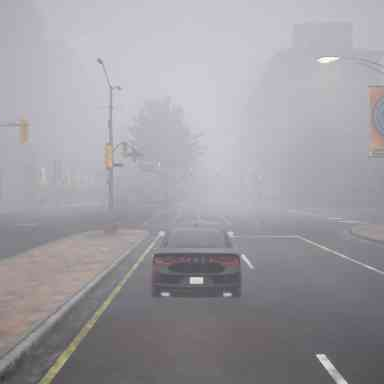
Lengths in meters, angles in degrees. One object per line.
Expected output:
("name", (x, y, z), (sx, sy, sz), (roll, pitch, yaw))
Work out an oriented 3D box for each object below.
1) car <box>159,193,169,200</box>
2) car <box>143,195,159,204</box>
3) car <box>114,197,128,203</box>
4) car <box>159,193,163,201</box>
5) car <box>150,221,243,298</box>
("car", (-7.653, 1.203, 90.670), (2.150, 2.045, 5.566), (0, 0, 0))
("car", (-7.827, 1.502, 61.197), (1.837, 1.490, 4.892), (0, 0, 1))
("car", (-14.490, 1.590, 67.967), (1.895, 1.301, 4.718), (0, 0, 0))
("car", (-7.712, 1.519, 75.274), (1.812, 1.442, 4.674), (0, 0, 0))
("car", (0.110, 1.477, 8.590), (1.882, 1.535, 5.008), (0, 0, 1))
